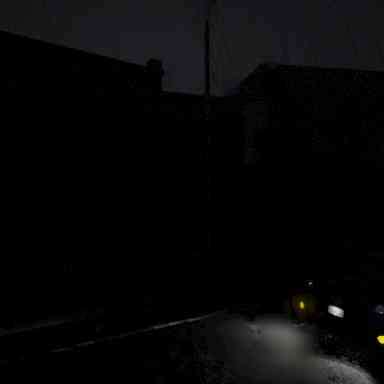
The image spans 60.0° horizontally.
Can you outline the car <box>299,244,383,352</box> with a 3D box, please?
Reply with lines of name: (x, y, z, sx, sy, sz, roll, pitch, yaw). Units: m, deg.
car: (3.941, 1.597, 5.770, 4.181, 1.385, 1.994, 0, 0, -25)
